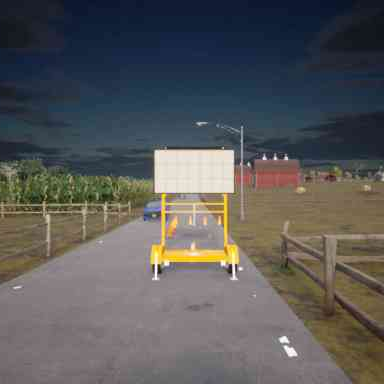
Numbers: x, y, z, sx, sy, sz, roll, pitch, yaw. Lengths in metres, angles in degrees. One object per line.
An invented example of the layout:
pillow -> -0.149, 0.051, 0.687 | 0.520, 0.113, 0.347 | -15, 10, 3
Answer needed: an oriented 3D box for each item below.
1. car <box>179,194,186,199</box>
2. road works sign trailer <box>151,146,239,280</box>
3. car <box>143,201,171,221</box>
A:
car -> -2.492, 1.127, 87.904 | 2.128, 1.511, 4.902 | 0, 1, 0
road works sign trailer -> 0.068, 0.458, 9.893 | 2.380, 3.560, 2.880 | 0, 0, 0
car -> -2.769, 1.460, 26.868 | 1.882, 1.535, 5.008 | 0, 0, 0
